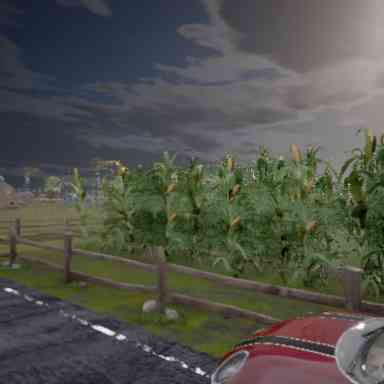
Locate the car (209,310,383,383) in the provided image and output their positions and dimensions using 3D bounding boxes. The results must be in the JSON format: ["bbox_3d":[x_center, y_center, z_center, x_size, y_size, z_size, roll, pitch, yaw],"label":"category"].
[{"bbox_3d":[2.250,1.495,2.197,4.553,1.767,2.097,-1,-3,41],"label":"car"}]
